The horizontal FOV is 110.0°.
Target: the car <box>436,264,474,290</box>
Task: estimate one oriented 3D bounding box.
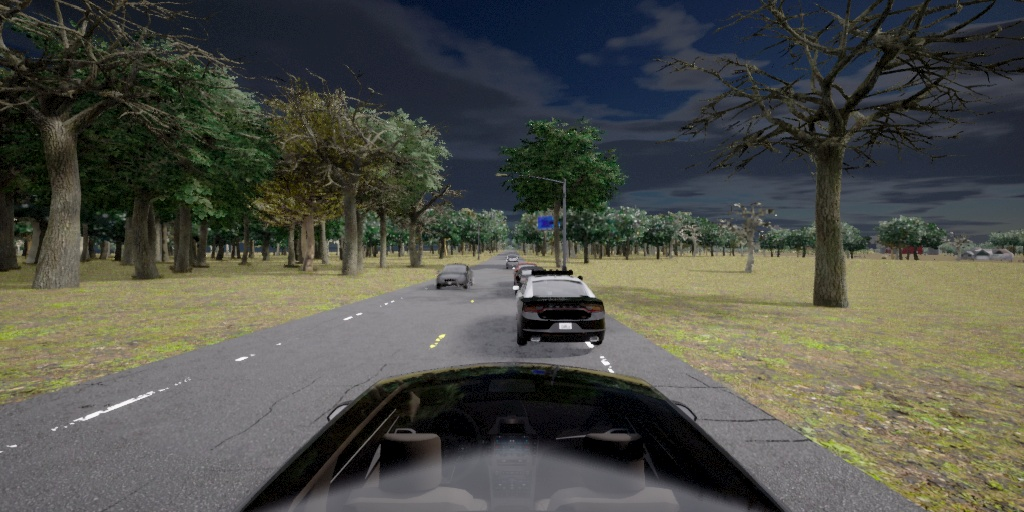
[{"bbox_3d":[-3.485,1.254,22.474,1.837,1.490,4.892,0,0,0],"label":"car"}]

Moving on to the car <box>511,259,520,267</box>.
[{"bbox_3d":[1.065,1.223,25.524,1.882,1.535,5.008,0,0,0],"label":"car"}]

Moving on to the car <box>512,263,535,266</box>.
[{"bbox_3d":[1.061,1.275,19.525,1.812,1.442,4.674,0,0,0],"label":"car"}]

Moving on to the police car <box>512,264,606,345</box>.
[{"bbox_3d":[1.054,1.175,9.635,1.930,1.638,5.238,0,0,0],"label":"police car"}]

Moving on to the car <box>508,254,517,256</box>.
[{"bbox_3d":[0.042,0.726,65.065,2.150,2.045,5.566,0,1,0],"label":"car"}]

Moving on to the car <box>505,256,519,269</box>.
[{"bbox_3d":[0.100,1.109,52.431,2.128,1.511,4.902,0,0,0],"label":"car"}]
